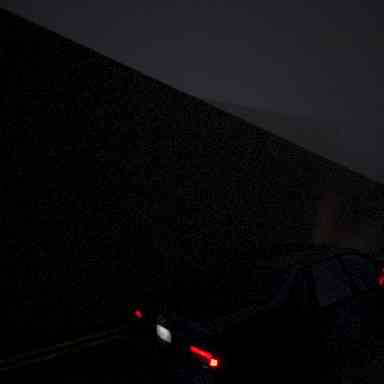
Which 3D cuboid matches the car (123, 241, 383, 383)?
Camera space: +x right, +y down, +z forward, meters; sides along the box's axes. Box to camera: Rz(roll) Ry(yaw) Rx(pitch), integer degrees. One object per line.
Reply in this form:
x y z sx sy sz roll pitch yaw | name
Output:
1.725 1.484 4.969 5.357 1.411 2.033 -1 1 -36 | car
